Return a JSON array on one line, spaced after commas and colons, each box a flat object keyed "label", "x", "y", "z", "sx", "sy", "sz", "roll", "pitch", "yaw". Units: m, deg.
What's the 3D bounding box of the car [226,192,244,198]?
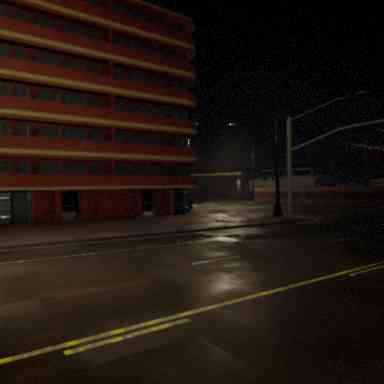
[{"label": "car", "x": 10.809, "y": 0.733, "z": 80.387, "sx": 3.806, "sy": 1.475, "sz": 1.970, "roll": -1, "pitch": 1, "yaw": -35}]

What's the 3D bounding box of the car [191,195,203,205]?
[{"label": "car", "x": -0.167, "y": 1.277, "z": 54.007, "sx": 1.812, "sy": 1.442, "sz": 4.674, "roll": -1, "pitch": 1, "yaw": -36}]

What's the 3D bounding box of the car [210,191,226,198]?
[{"label": "car", "x": 6.843, "y": 0.588, "z": 84.614, "sx": 4.611, "sy": 1.667, "sz": 2.242, "roll": -1, "pitch": 1, "yaw": -35}]
